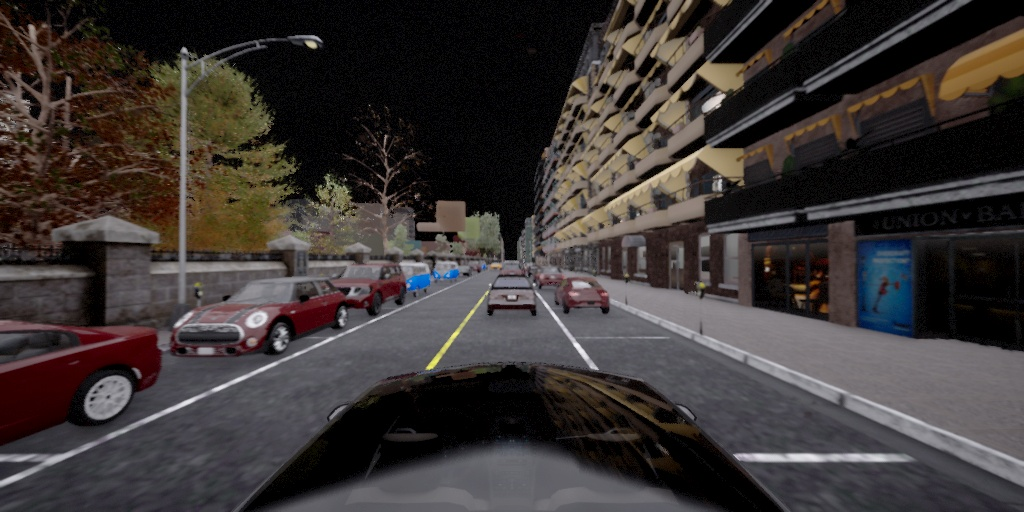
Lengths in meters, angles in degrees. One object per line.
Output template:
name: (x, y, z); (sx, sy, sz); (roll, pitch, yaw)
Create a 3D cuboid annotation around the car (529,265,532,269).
car: (2.687, 1.649, 31.176); (1.802, 1.307, 4.207); (0, 0, 0)

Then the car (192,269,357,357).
car: (-5.690, 1.263, 8.654); (1.967, 1.591, 4.097); (0, 0, 0)

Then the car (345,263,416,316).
car: (-5.691, 1.199, 14.284); (2.192, 1.841, 5.009); (0, 0, 0)

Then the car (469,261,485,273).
car: (-5.695, 1.632, 53.694); (2.192, 1.841, 5.009); (0, 0, 0)

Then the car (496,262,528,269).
car: (0.014, 1.408, 30.258); (2.097, 1.767, 4.553); (0, -1, 0)

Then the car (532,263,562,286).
car: (2.688, 1.446, 25.546); (1.967, 1.591, 4.097); (0, 0, 0)

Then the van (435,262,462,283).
van: (-5.693, 1.408, 31.175); (1.690, 1.789, 3.998); (0, 0, 0)

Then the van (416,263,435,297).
van: (-5.691, 1.286, 19.914); (1.690, 1.789, 3.998); (0, 0, 0)

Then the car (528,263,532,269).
car: (2.686, 1.756, 42.436); (1.948, 1.339, 4.313); (0, 0, 0)

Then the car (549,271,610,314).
car: (2.689, 1.466, 14.285); (1.802, 1.307, 4.207); (0, 0, 0)

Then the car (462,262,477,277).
car: (-5.694, 1.756, 42.435); (1.948, 1.339, 4.313); (0, 0, 0)

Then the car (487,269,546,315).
car: (0.005, 1.432, 14.347); (2.033, 1.411, 5.357); (0, -1, 0)

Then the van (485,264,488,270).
van: (-5.696, 1.789, 64.953); (1.690, 1.789, 3.998); (0, 0, 0)

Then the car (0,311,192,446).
car: (-5.690, 1.309, 3.026); (1.888, 1.381, 4.507); (0, 0, 0)
